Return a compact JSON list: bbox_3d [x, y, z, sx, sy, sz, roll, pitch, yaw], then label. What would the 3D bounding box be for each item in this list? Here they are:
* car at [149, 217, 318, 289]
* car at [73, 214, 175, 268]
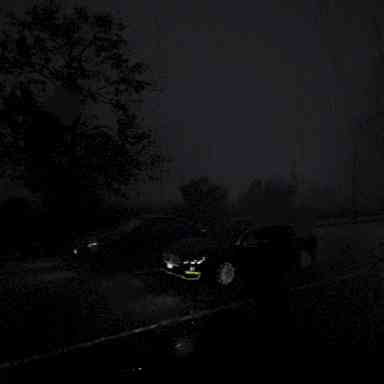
[{"bbox_3d":[1.477,1.498,9.247,4.892,1.490,1.837,0,0,-35],"label":"car"},{"bbox_3d":[-1.600,1.518,11.372,4.674,1.442,1.812,0,0,-35],"label":"car"}]
